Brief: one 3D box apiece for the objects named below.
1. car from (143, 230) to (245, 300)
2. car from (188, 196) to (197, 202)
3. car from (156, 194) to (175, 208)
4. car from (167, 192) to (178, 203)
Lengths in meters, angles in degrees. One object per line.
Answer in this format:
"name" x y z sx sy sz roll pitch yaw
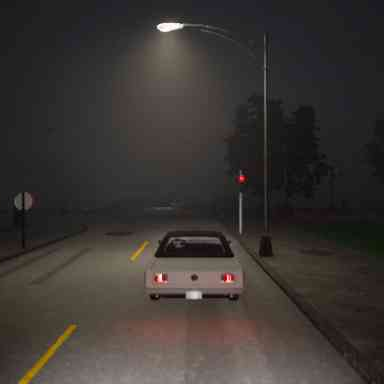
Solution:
"car" 0.061 1.588 8.278 1.895 1.301 4.718 0 0 0
"car" 0.035 1.491 69.468 1.895 1.301 4.718 0 0 0
"car" -4.067 1.471 48.212 2.033 1.411 5.357 0 0 0
"car" -3.994 1.117 65.245 2.150 2.045 5.566 0 0 1
